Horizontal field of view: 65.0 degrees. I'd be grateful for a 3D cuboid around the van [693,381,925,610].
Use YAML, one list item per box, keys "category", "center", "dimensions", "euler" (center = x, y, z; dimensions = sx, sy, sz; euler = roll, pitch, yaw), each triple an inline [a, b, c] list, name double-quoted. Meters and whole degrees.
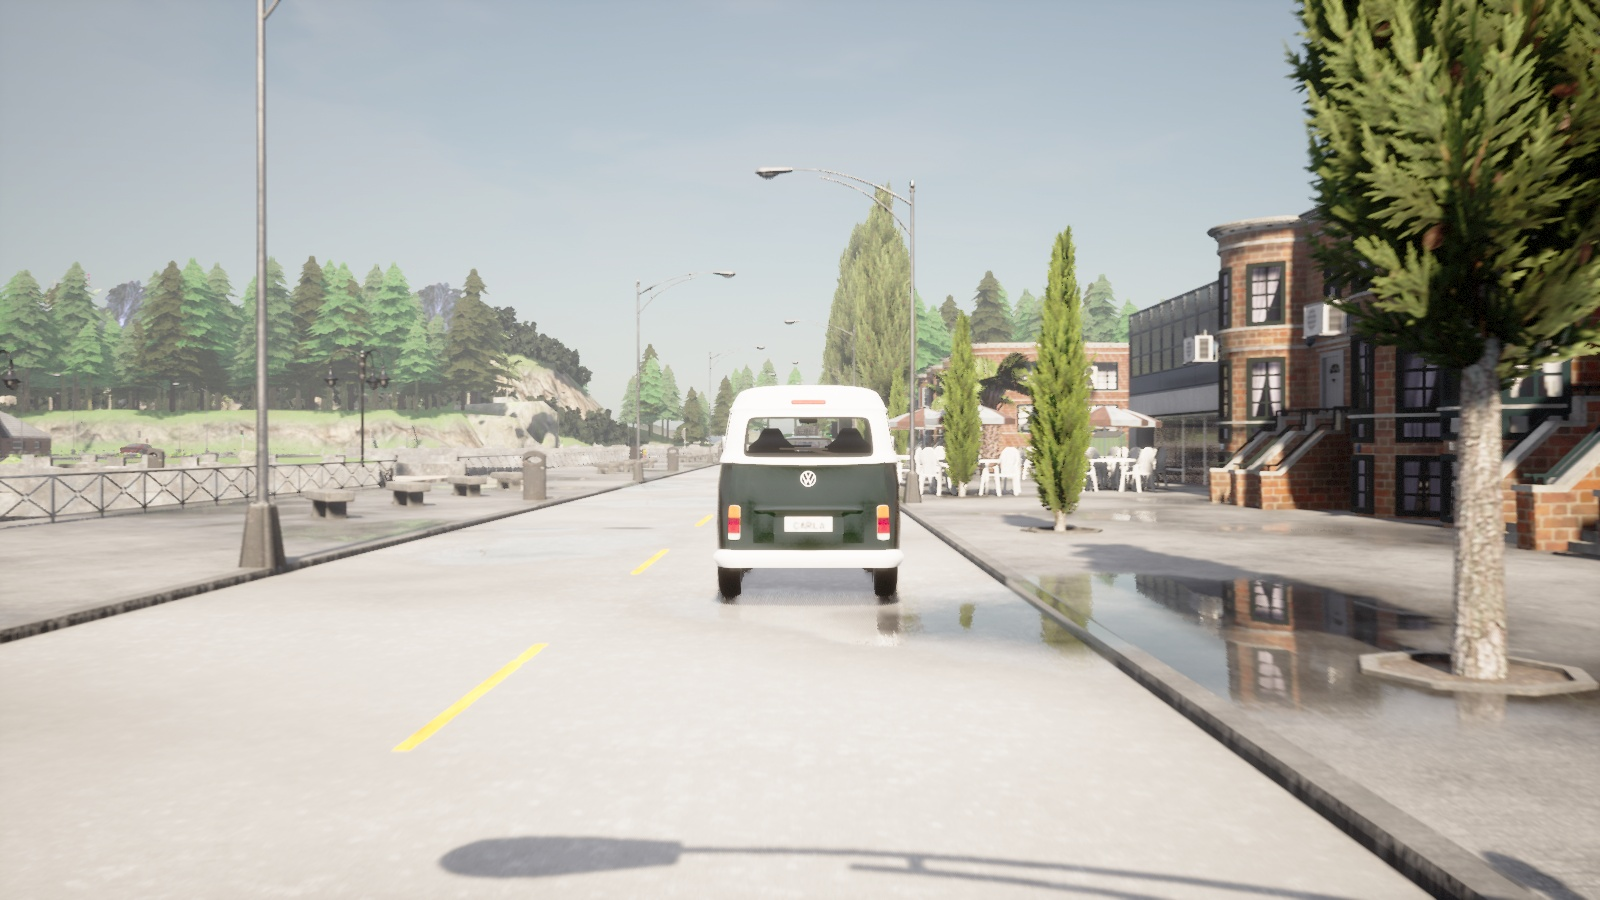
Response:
- category: "van"
  center: [0.090, 0.394, 13.446]
  dimensions: [2.069, 2.038, 4.480]
  euler: [0, 0, 0]
